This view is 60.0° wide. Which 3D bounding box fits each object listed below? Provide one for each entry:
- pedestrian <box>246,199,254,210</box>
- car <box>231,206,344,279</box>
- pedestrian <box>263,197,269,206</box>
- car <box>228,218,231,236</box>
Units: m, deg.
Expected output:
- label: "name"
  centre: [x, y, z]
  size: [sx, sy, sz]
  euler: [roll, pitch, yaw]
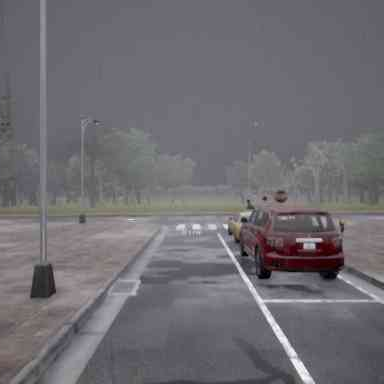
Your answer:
- label: "pedestrian"
  centre: [3.226, 1.270, 18.863]
  size: [0.375, 1.860, 0.375]
  euler: [0, 0, 0]
- label: "car"
  centre: [2.650, 1.303, 9.885]
  size: [2.192, 1.841, 5.009]
  euler: [0, 0, 0]
- label: "pedestrian"
  centre: [4.518, 1.111, 20.060]
  size: [0.375, 1.860, 0.375]
  euler: [0, 0, 0]
- label: "car"
  centre: [2.658, 1.506, 15.601]
  size: [1.752, 1.417, 4.829]
  euler: [0, 0, 0]
